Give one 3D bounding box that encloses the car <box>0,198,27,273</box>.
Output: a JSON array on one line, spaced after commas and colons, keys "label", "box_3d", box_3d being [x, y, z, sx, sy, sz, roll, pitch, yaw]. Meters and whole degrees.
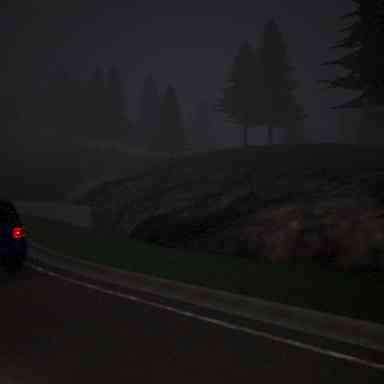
[{"label": "car", "box_3d": [-6.696, 1.195, 9.731, 2.150, 2.045, 5.566, -1, 1, -44]}]
